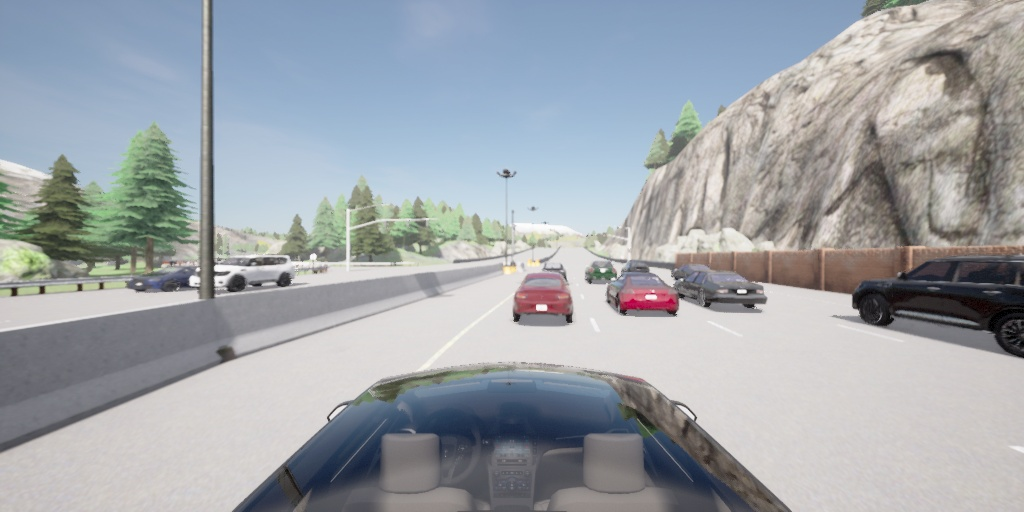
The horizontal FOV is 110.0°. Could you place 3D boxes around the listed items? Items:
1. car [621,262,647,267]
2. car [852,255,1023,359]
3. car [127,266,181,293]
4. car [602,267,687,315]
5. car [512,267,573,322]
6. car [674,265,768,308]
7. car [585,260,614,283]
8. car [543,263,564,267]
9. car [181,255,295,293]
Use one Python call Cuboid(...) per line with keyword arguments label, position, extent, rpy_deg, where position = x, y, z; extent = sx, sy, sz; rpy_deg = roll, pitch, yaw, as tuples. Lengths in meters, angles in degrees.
Cuboid(label="car", position=(10.965, 1.262, 31.986), extent=(1.837, 1.490, 4.892), rpy_deg=(0, 0, 8))
Cuboid(label="car", position=(11.181, 0.990, 8.424), extent=(2.150, 2.045, 5.566), rpy_deg=(0, 0, 6))
Cuboid(label="car", position=(-19.128, 1.276, 20.637), extent=(1.994, 1.385, 4.181), rpy_deg=(0, 0, 9))
Cuboid(label="car", position=(4.844, 1.318, 13.779), extent=(1.994, 1.385, 4.181), rpy_deg=(0, 0, 7))
Cuboid(label="car", position=(1.100, 1.274, 12.288), extent=(1.812, 1.442, 4.674), rpy_deg=(0, 0, 7))
Cuboid(label="car", position=(8.524, 1.307, 15.217), extent=(2.033, 1.411, 5.357), rpy_deg=(0, 0, 8))
Cuboid(label="car", position=(6.815, 1.103, 27.759), extent=(2.097, 1.767, 4.553), rpy_deg=(0, 0, 8))
Cuboid(label="car", position=(3.063, 1.238, 26.336), extent=(2.128, 1.511, 4.902), rpy_deg=(0, 0, 8))
Cuboid(label="car", position=(-15.497, 0.944, 21.154), extent=(2.150, 2.045, 5.566), rpy_deg=(0, 0, 9))
